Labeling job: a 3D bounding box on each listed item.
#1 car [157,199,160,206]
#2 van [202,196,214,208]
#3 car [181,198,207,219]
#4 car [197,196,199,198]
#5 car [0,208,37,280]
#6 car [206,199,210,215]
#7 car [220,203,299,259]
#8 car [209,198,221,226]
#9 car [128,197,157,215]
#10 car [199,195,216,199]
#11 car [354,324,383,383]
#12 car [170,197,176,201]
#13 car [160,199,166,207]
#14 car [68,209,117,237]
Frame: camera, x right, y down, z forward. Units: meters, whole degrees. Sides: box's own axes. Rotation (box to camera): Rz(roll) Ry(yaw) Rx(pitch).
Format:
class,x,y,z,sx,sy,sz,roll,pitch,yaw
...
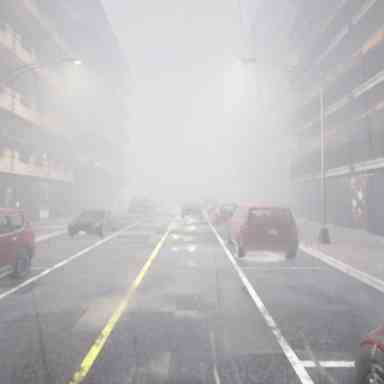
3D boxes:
class,x,y,z,sx,sy,sz,roll,pitch,yaw
car,-5.360,1.678,40.494,1.887,1.381,4.507,1,0,0
van,2.473,1.528,51.515,1.690,1.788,3.998,1,0,0
car,-0.013,1.585,30.419,2.128,1.511,4.902,0,0,0
car,-0.085,1.751,57.572,1.812,1.442,4.674,0,0,0
car,-5.302,1.333,7.311,2.192,1.841,5.009,1,0,0
car,2.494,1.690,34.919,1.802,1.307,4.206,1,0,0
car,2.535,1.347,12.794,2.192,1.841,5.009,1,0,0
car,2.514,1.507,23.857,1.967,1.590,4.097,1,0,0
car,-5.346,1.424,34.963,2.192,1.841,5.009,1,0,0
car,2.483,1.474,45.983,2.192,1.841,5.009,1,0,0
car,2.591,1.445,1.732,1.967,1.590,4.097,1,0,0
car,-5.445,1.992,95.167,1.947,1.339,4.313,1,0,0
car,-5.387,1.799,57.087,1.802,1.307,4.206,1,0,0
car,-5.326,1.614,18.373,1.947,1.339,4.313,1,0,0
